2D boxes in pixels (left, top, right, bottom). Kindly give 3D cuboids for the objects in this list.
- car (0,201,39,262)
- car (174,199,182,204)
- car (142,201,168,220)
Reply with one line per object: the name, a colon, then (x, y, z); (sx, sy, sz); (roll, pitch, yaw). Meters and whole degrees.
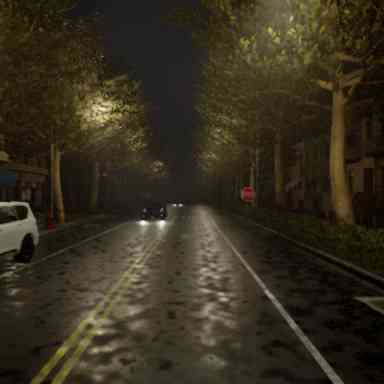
car: (-6.550, 1.320, 9.657); (2.435, 2.045, 5.566); (0, -1, 0)
car: (-3.473, 2.359, 81.273); (1.895, 1.301, 4.718); (0, -1, 0)
car: (-3.492, 1.648, 31.664); (2.097, 1.767, 4.553); (0, 0, 0)
